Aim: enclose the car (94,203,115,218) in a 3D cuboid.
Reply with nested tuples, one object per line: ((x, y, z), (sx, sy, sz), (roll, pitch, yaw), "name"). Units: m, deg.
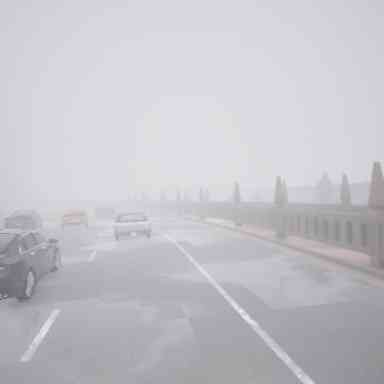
((-9.797, 2.056, 37.232), (1.837, 1.490, 4.892), (-2, 0, -24), "car")

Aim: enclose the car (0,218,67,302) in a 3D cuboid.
((-4.778, 1.727, 8.643), (1.837, 1.490, 4.892), (-2, 0, -11), "car")

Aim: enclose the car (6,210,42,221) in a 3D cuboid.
((-12.395, 2.064, 24.720), (1.882, 1.535, 5.008), (-2, 0, -18), "car")

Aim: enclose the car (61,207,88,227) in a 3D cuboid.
((-9.375, 1.961, 26.671), (1.882, 1.535, 5.008), (-2, 0, -19), "car")

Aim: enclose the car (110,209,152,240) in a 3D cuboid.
((-3.431, 1.822, 18.689), (1.895, 1.301, 4.718), (-2, 0, -14), "car")
